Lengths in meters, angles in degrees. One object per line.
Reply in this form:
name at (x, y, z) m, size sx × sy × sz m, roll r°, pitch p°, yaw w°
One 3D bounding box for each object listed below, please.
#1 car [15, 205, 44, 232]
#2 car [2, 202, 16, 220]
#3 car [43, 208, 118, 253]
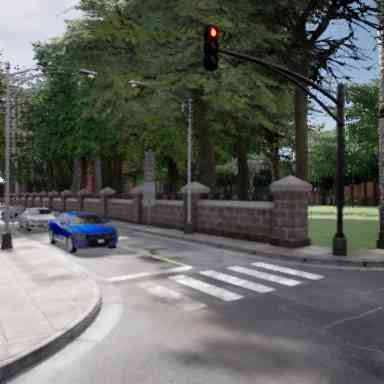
car at (-10.384, 1.772, 22.446) m, size 1.812 × 1.442 × 4.674 m, roll 0°, pitch -1°, yaw -36°
car at (-16.354, 1.914, 30.821) m, size 1.994 × 1.385 × 4.181 m, roll 0°, pitch -1°, yaw -35°
car at (-4.950, 1.641, 14.850) m, size 1.882 × 1.535 × 5.008 m, roll 0°, pitch -1°, yaw -36°
